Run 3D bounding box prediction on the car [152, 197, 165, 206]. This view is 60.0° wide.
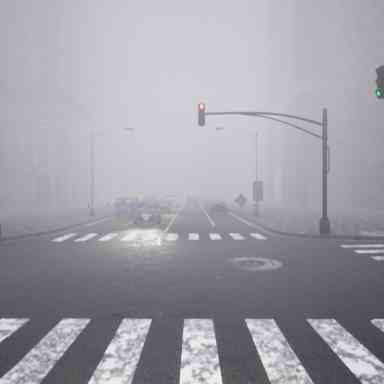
[{"bbox_3d":[-5.826,1.614,57.582,1.802,1.307,4.206,0,0,0],"label":"car"}]

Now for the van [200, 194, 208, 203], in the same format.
[{"bbox_3d":[2.701,1.389,74.150,1.690,1.788,3.998,0,0,0],"label":"van"}]

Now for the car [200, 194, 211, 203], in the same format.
[{"bbox_3d":[2.707,1.357,68.624,2.192,1.841,5.009,0,0,0],"label":"car"}]

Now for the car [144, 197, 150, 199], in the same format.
[{"bbox_3d":[-5.810,1.558,35.482,1.887,1.381,4.507,0,0,0],"label":"car"}]

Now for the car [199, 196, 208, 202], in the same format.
[{"bbox_3d":[2.696,1.603,79.675,2.008,1.369,4.403,0,0,0],"label":"car"}]

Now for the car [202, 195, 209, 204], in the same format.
[{"bbox_3d":[2.733,1.567,46.522,1.887,1.381,4.507,0,0,0],"label":"car"}]

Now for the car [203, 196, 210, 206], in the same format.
[{"bbox_3d":[2.739,1.563,40.997,1.887,1.381,4.507,0,0,0],"label":"car"}]

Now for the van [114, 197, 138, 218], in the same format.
[{"bbox_3d":[-5.806,1.351,29.957,1.690,1.788,3.998,0,0,0],"label":"van"}]

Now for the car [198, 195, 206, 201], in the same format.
[{"bbox_3d":[2.683,1.503,90.726,1.967,1.590,4.097,0,0,0],"label":"car"}]

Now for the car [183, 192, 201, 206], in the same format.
[{"bbox_3d":[0.010,1.383,55.505,2.097,1.767,4.553,0,0,0],"label":"car"}]

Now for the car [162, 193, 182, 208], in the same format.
[{"bbox_3d":[-3.116,1.247,50.350,2.150,2.045,5.566,0,0,0],"label":"car"}]

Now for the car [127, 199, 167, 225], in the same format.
[{"bbox_3d":[-3.168,1.498,24.490,2.128,1.511,4.902,0,0,-3],"label":"car"}]

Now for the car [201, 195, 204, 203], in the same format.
[{"bbox_3d":[2.726,1.553,52.218,1.752,1.417,4.829,0,0,0],"label":"car"}]

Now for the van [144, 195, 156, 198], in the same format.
[{"bbox_3d":[-5.819,1.364,46.532,1.690,1.788,3.998,0,0,0],"label":"van"}]

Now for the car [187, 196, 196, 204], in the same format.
[{"bbox_3d":[-0.058,1.565,65.184,1.812,1.442,4.674,0,0,0],"label":"car"}]

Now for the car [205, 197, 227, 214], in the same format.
[{"bbox_3d":[2.745,1.558,35.472,1.887,1.381,4.507,0,0,0],"label":"car"}]

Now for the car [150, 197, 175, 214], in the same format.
[{"bbox_3d":[-3.121,1.540,35.595,1.812,1.442,4.674,0,0,0],"label":"car"}]

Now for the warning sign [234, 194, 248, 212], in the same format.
[{"bbox_3d":[5.041,1.128,34.088,1.300,1.860,1.060,0,0,0],"label":"warning sign"}]

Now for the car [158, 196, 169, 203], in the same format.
[{"bbox_3d":[-5.834,1.593,68.632,2.008,1.369,4.403,0,0,0],"label":"car"}]

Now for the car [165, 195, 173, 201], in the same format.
[{"bbox_3d":[-5.846,1.583,85.037,1.752,1.417,4.829,0,0,0],"label":"car"}]
